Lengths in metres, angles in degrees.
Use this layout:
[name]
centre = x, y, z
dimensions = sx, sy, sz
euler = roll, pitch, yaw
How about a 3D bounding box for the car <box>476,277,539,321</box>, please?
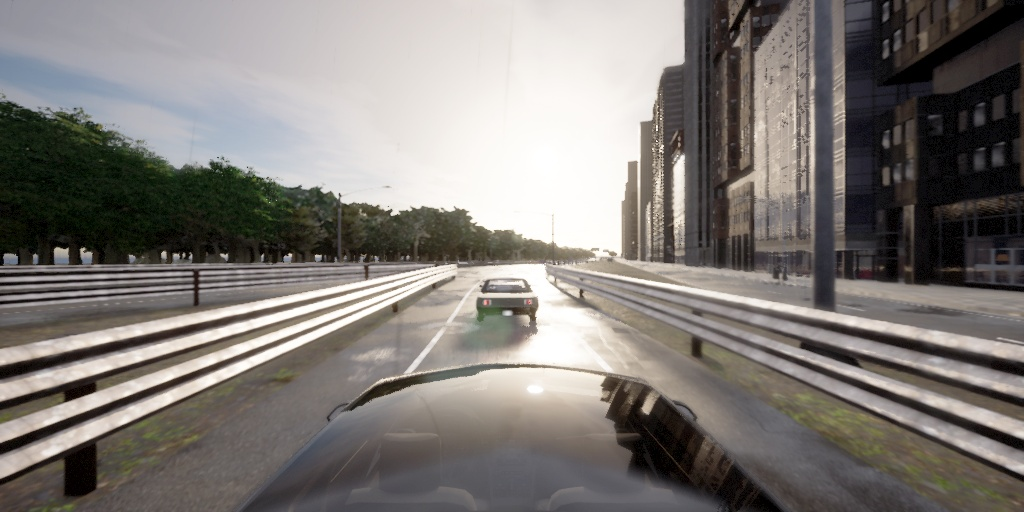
[car]
centre = -0.224, 1.397, 12.737
dimensions = 1.895, 1.301, 4.718
euler = 0, 0, -3
